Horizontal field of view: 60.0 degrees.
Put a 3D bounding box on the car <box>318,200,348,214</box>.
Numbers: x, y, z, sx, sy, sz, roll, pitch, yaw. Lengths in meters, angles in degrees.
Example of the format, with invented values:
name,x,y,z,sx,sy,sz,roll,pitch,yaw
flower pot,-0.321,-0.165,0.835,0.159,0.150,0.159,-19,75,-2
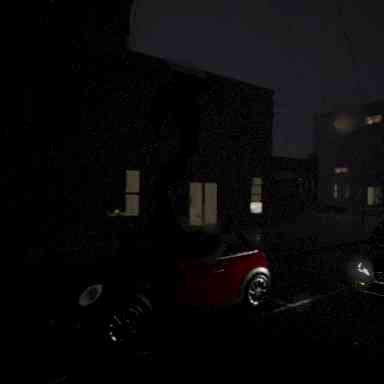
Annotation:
name,x,y,z,sx,sy,sz,roll,pitch,yaw
car,12.835,1.434,32.420,1.887,1.381,4.507,0,-1,-35

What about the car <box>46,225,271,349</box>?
name,x,y,z,sx,sy,sz,roll,pitch,yaw
car,-0.484,1.422,6.193,4.097,1.590,1.967,0,1,-35

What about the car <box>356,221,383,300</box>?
name,x,y,z,sx,sy,sz,roll,pitch,yaw
car,5.519,1.452,7.296,4.892,1.490,1.837,0,0,-35
